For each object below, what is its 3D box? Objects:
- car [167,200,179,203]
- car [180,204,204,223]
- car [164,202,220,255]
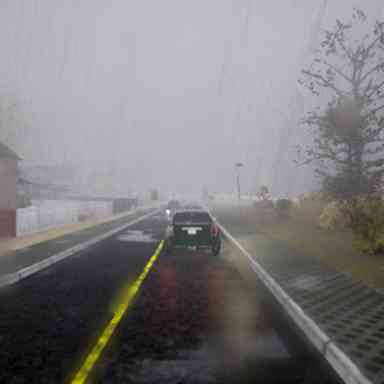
[{"bbox_3d":[-2.741,1.957,51.252,1.882,1.535,5.008,0,-1,0],"label":"car"},{"bbox_3d":[0.007,1.837,29.281,1.994,1.385,4.181,0,-1,0],"label":"car"},{"bbox_3d":[0.006,1.482,14.071,2.097,1.767,4.553,0,-1,0],"label":"car"}]
